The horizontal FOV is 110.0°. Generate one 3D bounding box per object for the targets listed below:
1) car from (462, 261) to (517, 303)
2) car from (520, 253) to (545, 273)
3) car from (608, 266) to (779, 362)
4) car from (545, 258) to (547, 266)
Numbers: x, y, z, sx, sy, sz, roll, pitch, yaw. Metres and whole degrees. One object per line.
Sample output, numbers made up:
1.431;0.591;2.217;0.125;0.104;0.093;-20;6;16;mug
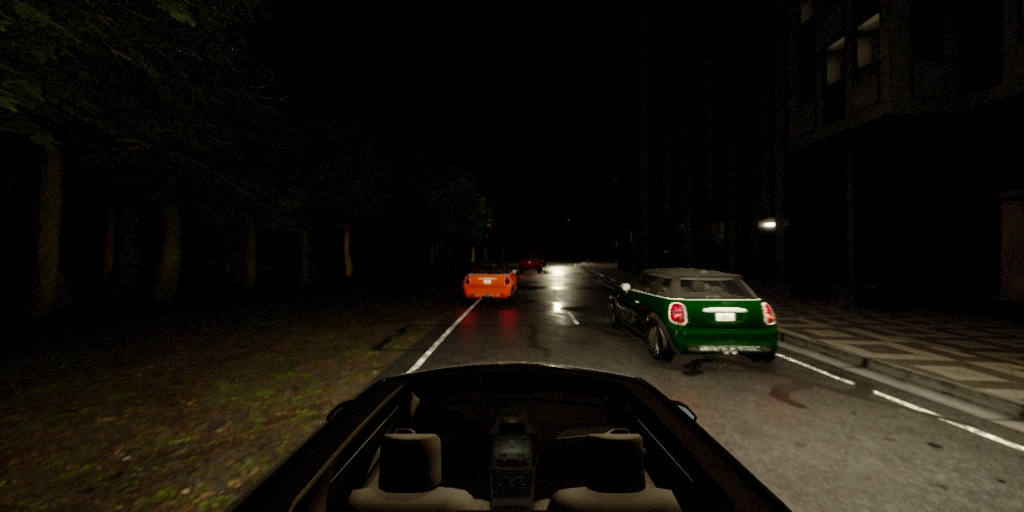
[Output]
-0.873;1.014;16.225;2.097;1.767;4.553;0;0;3;car
2.094;0.696;38.367;2.150;2.045;5.566;0;0;8;car
3.738;1.066;8.332;2.097;1.767;4.553;0;0;1;car
3.901;0.686;52.189;2.097;1.767;4.553;0;1;10;car
